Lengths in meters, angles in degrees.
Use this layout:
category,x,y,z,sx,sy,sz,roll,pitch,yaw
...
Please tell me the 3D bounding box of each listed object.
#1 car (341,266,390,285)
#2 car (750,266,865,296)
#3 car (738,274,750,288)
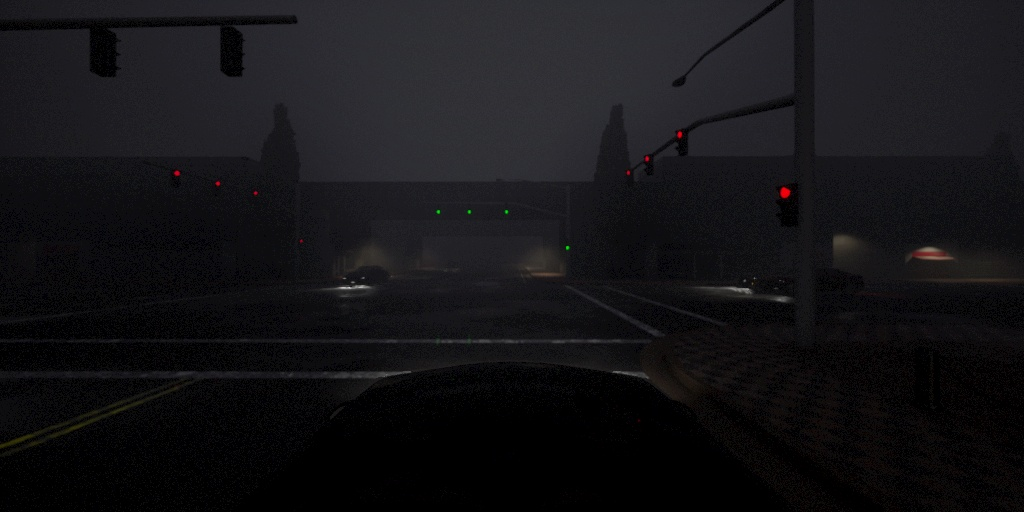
category,x,y,z,sx,sy,sz,roll,pitch,yaw
car,-11.214,1.481,27.969,2.033,1.411,5.357,0,0,0
car,16.446,1.331,19.859,5.008,1.535,1.882,0,0,0
car,17.163,1.437,23.356,4.181,1.385,1.994,0,0,0
